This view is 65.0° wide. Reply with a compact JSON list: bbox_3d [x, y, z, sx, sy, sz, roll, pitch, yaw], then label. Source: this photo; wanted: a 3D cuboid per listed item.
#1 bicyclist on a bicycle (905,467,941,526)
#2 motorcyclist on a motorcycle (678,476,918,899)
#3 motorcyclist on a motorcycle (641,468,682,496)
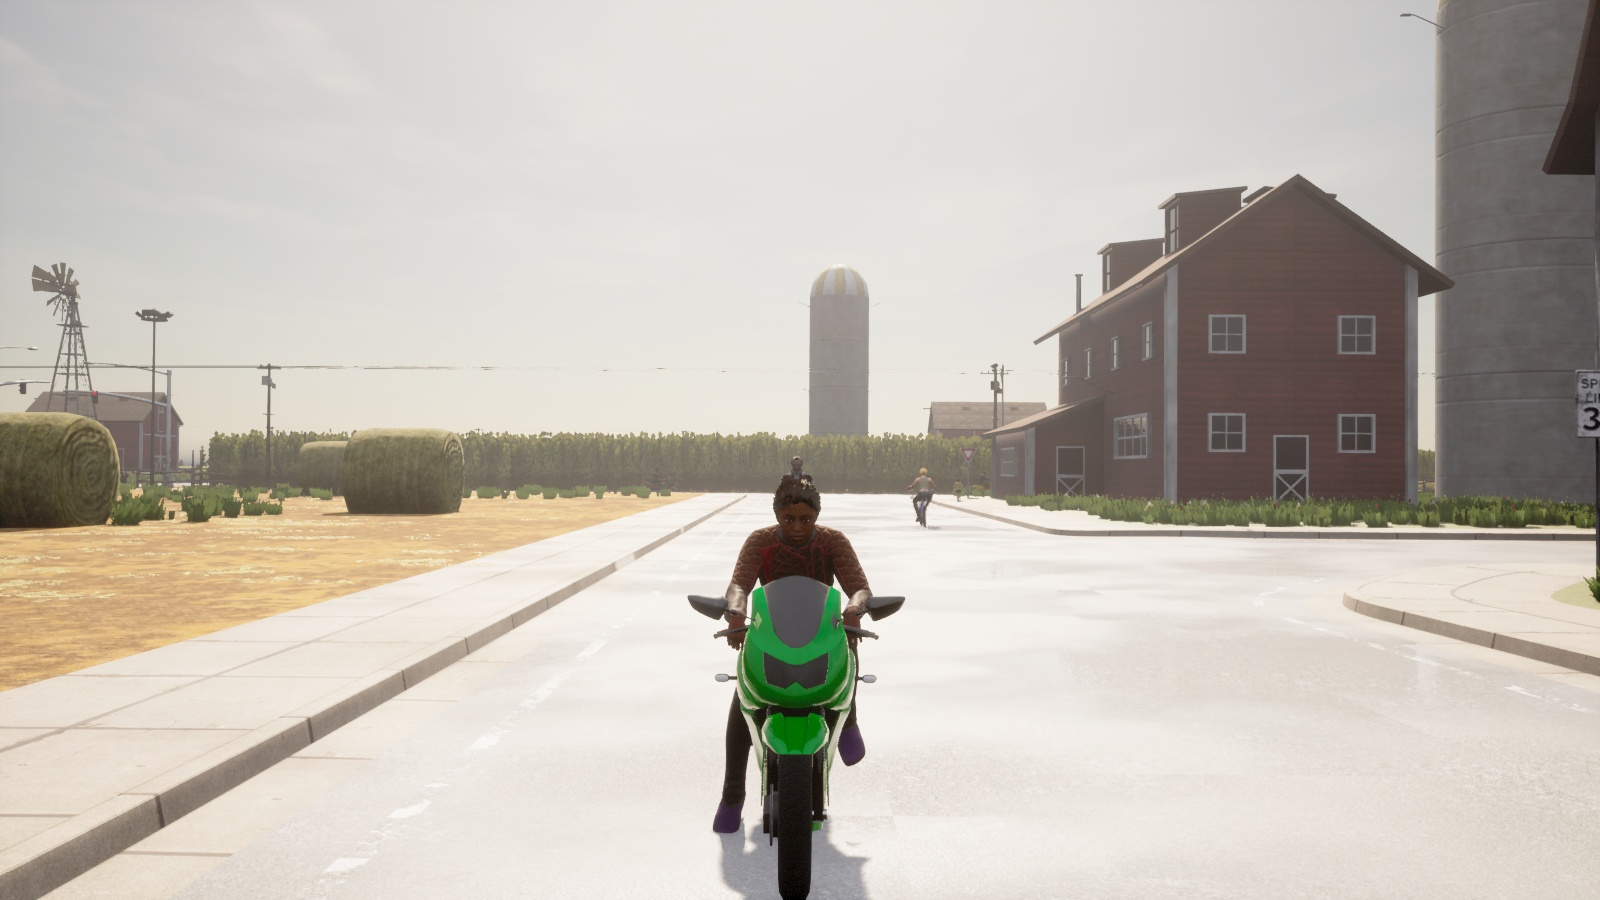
[{"bbox_3d":[3.404,1.277,34.805,0.866,1.612,1.509,0,-1,0],"label":"bicyclist on a bicycle"},{"bbox_3d":[-0.010,0.878,5.209,0.797,1.523,2.044,0,-1,0],"label":"motorcyclist on a motorcycle"},{"bbox_3d":[-8.365,1.945,75.790,2.350,1.649,0.766,0,-1,4],"label":"motorcyclist on a motorcycle"}]
